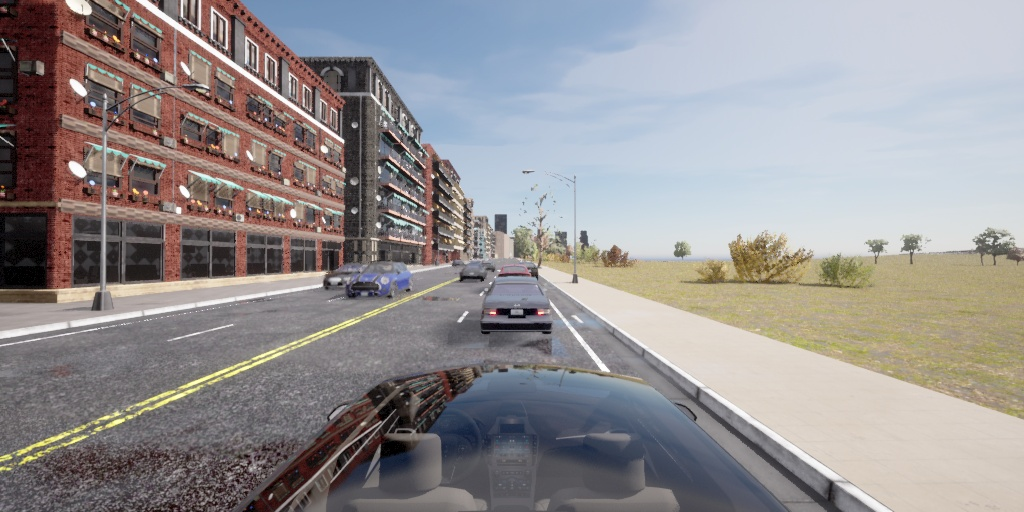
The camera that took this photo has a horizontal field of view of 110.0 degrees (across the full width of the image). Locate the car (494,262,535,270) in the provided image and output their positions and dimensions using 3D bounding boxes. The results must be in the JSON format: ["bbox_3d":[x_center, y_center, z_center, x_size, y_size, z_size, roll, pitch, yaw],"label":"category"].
[{"bbox_3d":[0.139,1.231,21.085,1.882,1.535,5.008,0,0,0],"label":"car"}]

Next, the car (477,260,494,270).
[{"bbox_3d":[-3.067,1.245,45.539,2.128,1.511,4.902,0,0,0],"label":"car"}]

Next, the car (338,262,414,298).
[{"bbox_3d":[-6.571,1.105,18.224,2.097,1.767,4.553,0,0,0],"label":"car"}]

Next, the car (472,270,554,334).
[{"bbox_3d":[0.115,1.299,10.545,2.033,1.411,5.357,0,0,0],"label":"car"}]

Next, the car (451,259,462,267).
[{"bbox_3d":[-9.682,1.315,64.618,1.994,1.385,4.181,0,0,1],"label":"car"}]

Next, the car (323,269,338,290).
[{"bbox_3d":[-9.814,1.245,22.259,2.128,1.511,4.902,0,0,0],"label":"car"}]

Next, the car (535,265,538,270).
[{"bbox_3d":[1.192,1.232,30.522,1.882,1.535,5.008,0,0,0],"label":"car"}]

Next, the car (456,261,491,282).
[{"bbox_3d":[-3.095,1.317,29.446,1.994,1.385,4.181,0,0,0],"label":"car"}]
